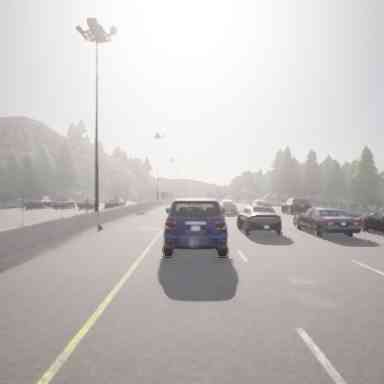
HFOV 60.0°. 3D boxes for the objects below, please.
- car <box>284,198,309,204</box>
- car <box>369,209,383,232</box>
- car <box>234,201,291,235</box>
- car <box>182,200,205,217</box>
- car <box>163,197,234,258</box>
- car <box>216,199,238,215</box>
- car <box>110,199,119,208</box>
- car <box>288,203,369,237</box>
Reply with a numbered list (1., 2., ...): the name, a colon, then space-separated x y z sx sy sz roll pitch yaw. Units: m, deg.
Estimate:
1. car: 10.670 1.377 34.366 2.097 1.767 4.553 0 0 0
2. car: 10.634 1.557 17.330 2.033 1.411 5.357 0 0 0
3. car: 3.637 1.484 18.601 2.128 1.511 4.902 0 0 0
4. car: 0.166 1.540 32.425 2.033 1.411 5.357 0 0 0
5. car: 0.124 1.209 12.945 2.150 2.045 5.566 0 0 0
6. car: 3.672 1.539 35.299 1.812 1.442 4.674 0 0 0
7. car: -10.486 1.544 45.629 1.882 1.535 5.008 0 -1 0
8. car: 7.135 1.548 18.169 2.033 1.411 5.357 0 0 0
